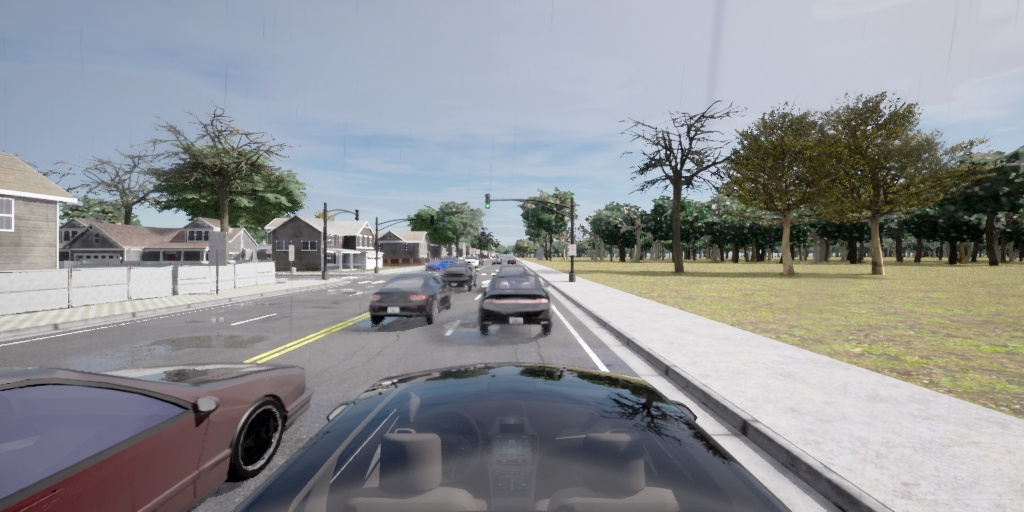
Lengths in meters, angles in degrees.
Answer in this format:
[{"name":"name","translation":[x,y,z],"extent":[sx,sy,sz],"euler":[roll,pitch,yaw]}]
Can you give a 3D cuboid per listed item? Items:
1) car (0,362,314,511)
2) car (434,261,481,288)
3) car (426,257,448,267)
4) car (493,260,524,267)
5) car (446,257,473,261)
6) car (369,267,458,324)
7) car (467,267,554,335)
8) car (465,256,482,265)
[{"name":"car","translation":[-3.153,1.297,1.603],"extent":[2.033,1.411,5.357],"euler":[0,0,-1]},{"name":"car","translation":[-3.164,1.257,21.784],"extent":[1.837,1.490,4.892],"euler":[0,1,-1]},{"name":"car","translation":[-9.873,1.218,46.808],"extent":[1.882,1.535,5.008],"euler":[0,0,1]},{"name":"car","translation":[0.044,1.228,21.584],"extent":[1.882,1.535,5.008],"euler":[0,0,0]},{"name":"car","translation":[-6.636,1.233,45.726],"extent":[2.128,1.511,4.902],"euler":[0,0,0]},{"name":"car","translation":[-3.155,1.276,11.868],"extent":[1.812,1.442,4.674],"euler":[0,0,0]},{"name":"car","translation":[0.093,1.242,10.523],"extent":[2.128,1.511,4.902],"euler":[0,0,0]},{"name":"car","translation":[-6.635,0.950,57.547],"extent":[2.150,2.045,5.566],"euler":[0,0,0]}]
